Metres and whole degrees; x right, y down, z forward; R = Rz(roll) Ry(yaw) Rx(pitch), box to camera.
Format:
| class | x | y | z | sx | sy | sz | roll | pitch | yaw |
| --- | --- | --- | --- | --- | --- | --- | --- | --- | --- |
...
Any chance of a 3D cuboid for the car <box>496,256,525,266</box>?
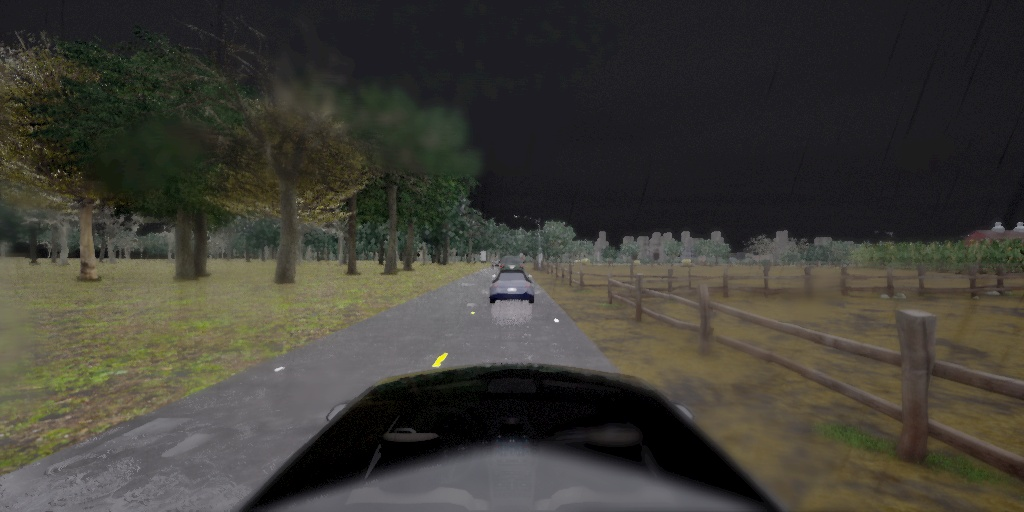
| class | x | y | z | sx | sy | sz | roll | pitch | yaw |
| --- | --- | --- | --- | --- | --- | --- | --- | --- | --- |
| car | 0.000 | 1.034 | 31.550 | 2.150 | 2.045 | 5.566 | 0 | 0 | 0 |

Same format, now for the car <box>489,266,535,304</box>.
| class | x | y | z | sx | sy | sz | roll | pitch | yaw |
| --- | --- | --- | --- | --- | --- | --- | --- | --- | --- |
| car | 0.000 | 1.329 | 16.508 | 1.994 | 1.385 | 4.181 | 0 | 0 | 0 |
